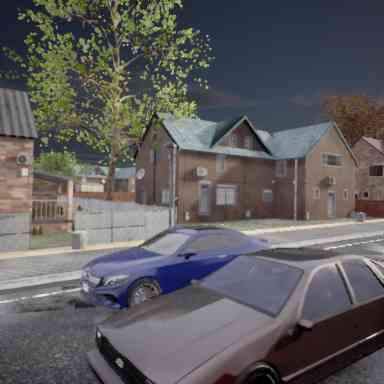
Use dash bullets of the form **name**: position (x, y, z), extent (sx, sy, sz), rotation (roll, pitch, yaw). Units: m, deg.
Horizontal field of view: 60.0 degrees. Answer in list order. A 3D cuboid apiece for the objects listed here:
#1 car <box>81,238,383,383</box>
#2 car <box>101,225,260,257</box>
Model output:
- **car**: position (1.420, 1.549, 4.672), extent (5.357, 1.411, 2.033), rotation (0, 0, -35)
- **car**: position (-0.086, 1.528, 7.578), extent (4.674, 1.442, 1.812), rotation (0, 0, -35)
